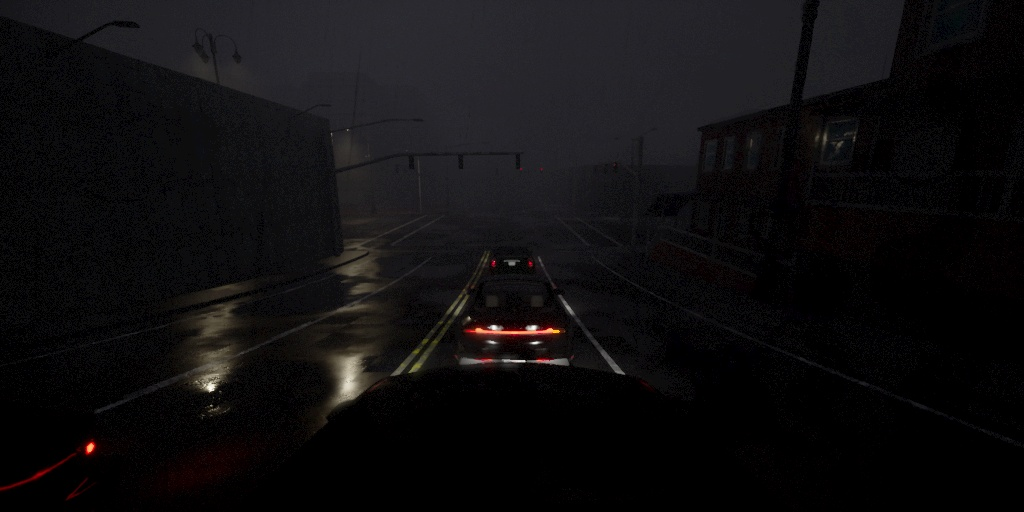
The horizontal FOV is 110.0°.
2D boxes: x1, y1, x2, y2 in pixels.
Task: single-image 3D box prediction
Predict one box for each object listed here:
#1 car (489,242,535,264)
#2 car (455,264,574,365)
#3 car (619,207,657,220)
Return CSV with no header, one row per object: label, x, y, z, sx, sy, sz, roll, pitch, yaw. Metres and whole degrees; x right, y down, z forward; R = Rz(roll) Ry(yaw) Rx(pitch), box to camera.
car,0.007,0.084,17.463,2.097,1.767,4.553,0,7,0
car,0.050,1.121,7.213,1.837,1.490,4.892,0,2,0
car,16.248,-5.503,46.102,4.674,1.442,1.812,-1,12,0
